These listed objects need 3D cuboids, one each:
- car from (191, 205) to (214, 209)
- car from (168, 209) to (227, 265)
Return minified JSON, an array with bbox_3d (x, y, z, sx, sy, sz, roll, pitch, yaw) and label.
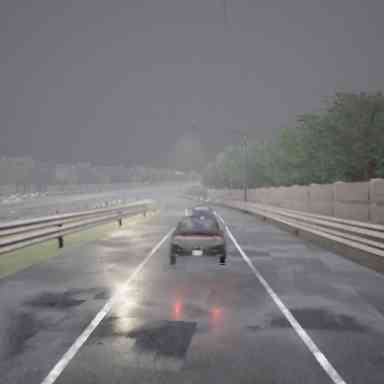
[{"bbox_3d":[0.855,1.777,27.860,1.812,1.442,4.674,0,0,3],"label":"car"},{"bbox_3d":[0.250,1.603,12.201,2.128,1.511,4.902,0,0,2],"label":"car"}]
